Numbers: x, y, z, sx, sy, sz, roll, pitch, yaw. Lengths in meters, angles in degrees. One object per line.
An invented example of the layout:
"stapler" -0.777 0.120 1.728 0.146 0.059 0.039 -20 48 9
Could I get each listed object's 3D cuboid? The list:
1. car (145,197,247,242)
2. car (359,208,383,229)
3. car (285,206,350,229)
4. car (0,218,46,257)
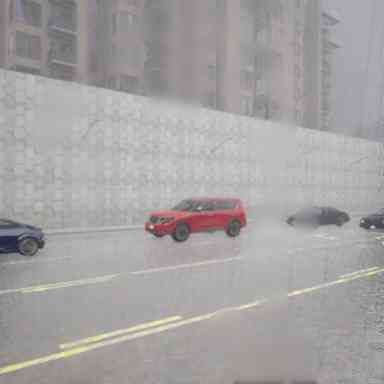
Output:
"car" 0.377 1.306 17.133 5.566 2.045 2.150 1 0 -35
"car" 13.189 1.772 21.849 5.357 1.411 2.033 1 0 -35
"car" 8.849 1.718 23.149 5.357 1.411 2.033 1 0 -35
"car" -7.402 1.569 11.602 4.181 1.385 1.994 1 0 -36
